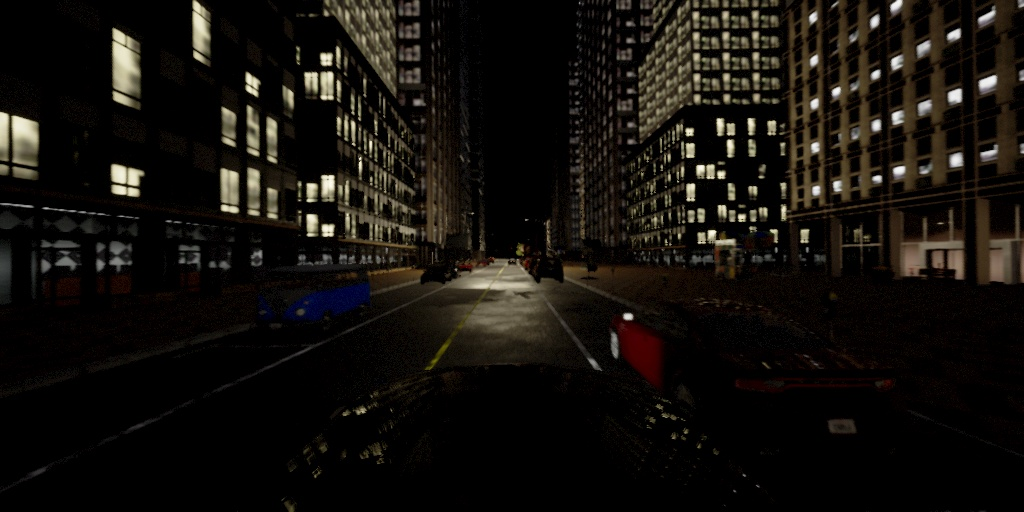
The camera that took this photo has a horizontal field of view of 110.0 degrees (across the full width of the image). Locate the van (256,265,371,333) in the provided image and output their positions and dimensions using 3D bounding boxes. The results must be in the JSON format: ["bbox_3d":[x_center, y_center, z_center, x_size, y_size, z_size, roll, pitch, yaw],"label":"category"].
[{"bbox_3d":[-5.676,1.159,10.726,1.690,1.789,3.998,0,0,0],"label":"van"}]

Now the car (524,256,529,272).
[{"bbox_3d":[2.739,1.031,38.412,2.192,1.841,5.009,0,0,0],"label":"car"}]

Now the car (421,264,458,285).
[{"bbox_3d":[-5.655,1.384,27.343,1.948,1.339,4.313,0,0,0],"label":"car"}]

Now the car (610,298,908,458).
[{"bbox_3d":[2.720,1.263,5.179,1.888,1.381,4.507,0,0,0],"label":"car"}]

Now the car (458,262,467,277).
[{"bbox_3d":[-5.647,1.368,32.882,2.007,1.370,4.403,0,0,0],"label":"car"}]

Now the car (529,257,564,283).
[{"bbox_3d":[2.725,1.032,27.333,2.192,1.841,5.009,0,0,0],"label":"car"}]

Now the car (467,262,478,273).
[{"bbox_3d":[-5.633,1.398,43.962,1.802,1.307,4.207,0,0,0],"label":"car"}]

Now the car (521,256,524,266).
[{"bbox_3d":[2.754,1.030,49.491,2.192,1.841,5.009,0,0,0],"label":"car"}]
